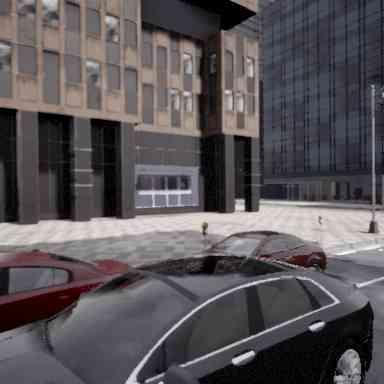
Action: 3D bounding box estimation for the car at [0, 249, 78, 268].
[{"bbox_3d":[-2.951,1.545,4.556,4.507,1.381,1.887,0,-1,-35],"label":"car"}]

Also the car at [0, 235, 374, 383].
[{"bbox_3d":[-0.056,1.503,3.336,4.892,1.490,1.837,0,0,-35],"label":"car"}]

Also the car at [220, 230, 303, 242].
[{"bbox_3d":[1.429,1.577,7.676,4.206,1.307,1.802,0,-1,-35],"label":"car"}]
